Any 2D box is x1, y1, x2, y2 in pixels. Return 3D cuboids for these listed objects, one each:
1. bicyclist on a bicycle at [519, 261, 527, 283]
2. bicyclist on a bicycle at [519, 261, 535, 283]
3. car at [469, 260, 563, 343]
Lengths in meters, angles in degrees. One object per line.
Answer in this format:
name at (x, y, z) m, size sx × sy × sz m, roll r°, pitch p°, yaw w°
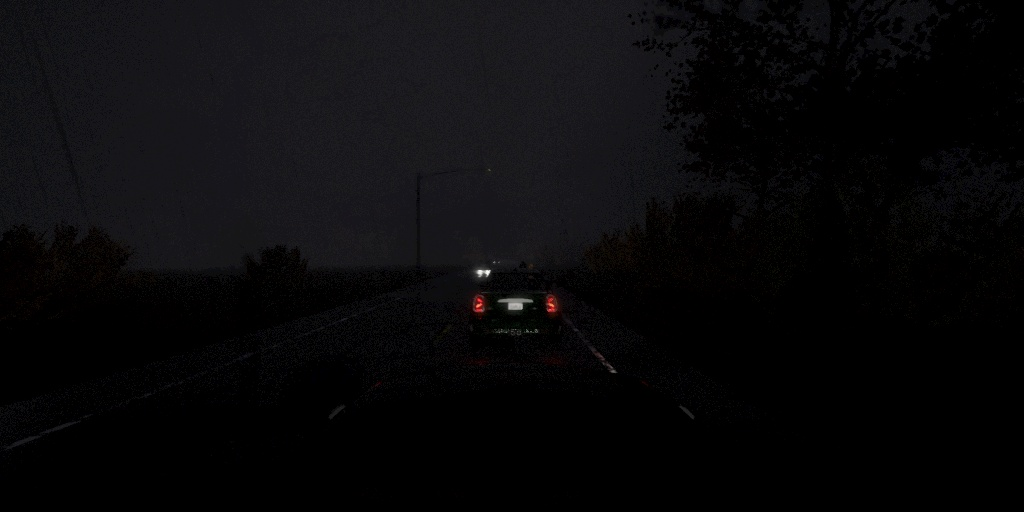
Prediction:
bicyclist on a bicycle at (0.842, 1.193, 27.290) m, size 0.582 × 1.620 × 1.656 m, roll 0°, pitch 0°, yaw 0°
bicyclist on a bicycle at (0.904, 1.181, 17.173) m, size 0.866 × 1.612 × 1.509 m, roll 0°, pitch 0°, yaw 0°
car at (0.073, 1.099, 9.829) m, size 2.097 × 1.767 × 4.553 m, roll 0°, pitch 0°, yaw 0°
